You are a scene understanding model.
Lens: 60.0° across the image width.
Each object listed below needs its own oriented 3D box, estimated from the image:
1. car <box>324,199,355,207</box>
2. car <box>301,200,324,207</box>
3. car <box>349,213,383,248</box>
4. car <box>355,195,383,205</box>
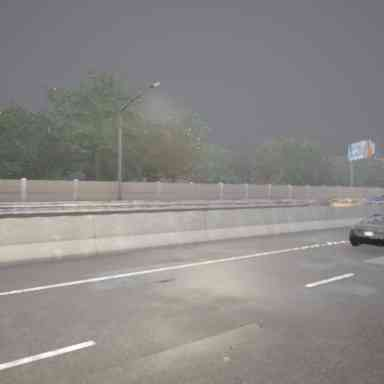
[{"bbox_3d":[17.760,1.602,38.154,5.008,1.535,1.882,0,0,-35],"label":"car"},{"bbox_3d":[15.625,1.671,40.931,5.357,1.411,2.033,0,0,-35],"label":"car"},{"bbox_3d":[8.534,1.606,14.137,4.181,1.385,1.994,0,0,-36],"label":"car"},{"bbox_3d":[20.189,1.348,35.586,5.566,2.045,2.150,0,0,-35],"label":"car"}]
